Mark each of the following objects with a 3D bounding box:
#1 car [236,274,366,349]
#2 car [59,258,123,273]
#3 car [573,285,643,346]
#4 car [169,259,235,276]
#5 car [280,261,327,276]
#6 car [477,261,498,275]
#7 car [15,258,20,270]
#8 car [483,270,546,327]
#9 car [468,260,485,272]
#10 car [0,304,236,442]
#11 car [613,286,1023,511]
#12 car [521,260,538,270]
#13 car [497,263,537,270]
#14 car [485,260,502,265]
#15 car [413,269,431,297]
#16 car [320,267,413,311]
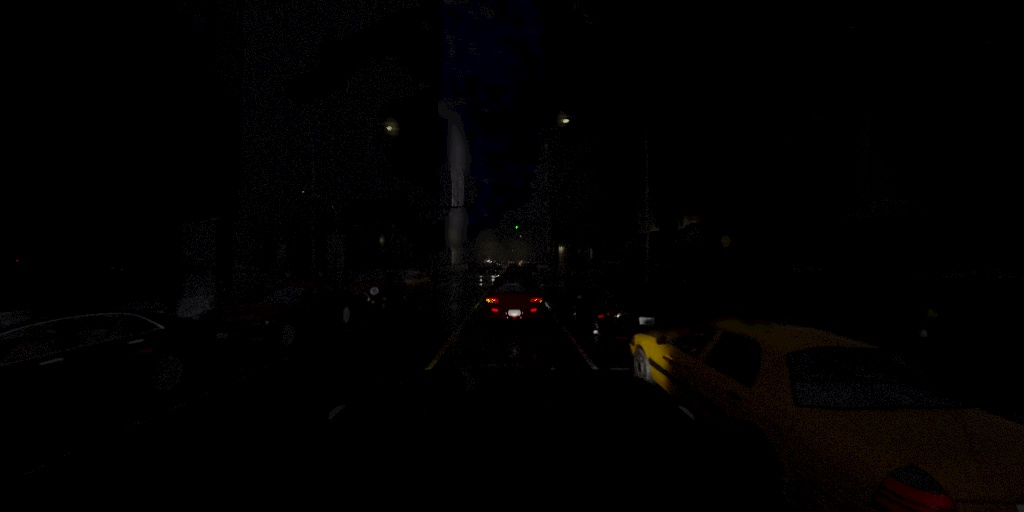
[{"bbox_3d":[-5.768,1.361,9.374,1.888,1.381,4.507,0,0,0],"label":"car"},{"bbox_3d":[-37.267,0.880,31.702,4.181,1.385,1.994,1,0,0],"label":"car"},{"bbox_3d":[2.758,1.382,9.382,1.948,1.339,4.313,0,0,0],"label":"car"},{"bbox_3d":[-27.344,1.010,31.722,4.892,1.490,1.837,1,0,0],"label":"car"},{"bbox_3d":[-17.844,1.194,31.745,4.892,1.490,1.837,1,0,0],"label":"car"},{"bbox_3d":[-3.133,1.676,47.109,1.812,1.442,4.674,0,-1,0],"label":"car"},{"bbox_3d":[-51.246,0.434,34.871,4.553,1.767,2.097,1,0,0],"label":"car"},{"bbox_3d":[0.072,1.363,11.858,1.812,1.442,4.674,0,0,0],"label":"car"},{"bbox_3d":[-5.805,1.560,57.693,2.192,1.841,5.009,0,0,0],"label":"car"},{"bbox_3d":[-5.763,1.319,3.917,2.007,1.370,4.403,0,0,0],"label":"car"},{"bbox_3d":[2.762,1.294,4.096,1.751,1.417,4.829,0,0,0],"label":"car"},{"bbox_3d":[2.725,1.636,52.263,1.967,1.591,4.097,0,0,0],"label":"car"},{"bbox_3d":[0.442,1.445,23.589,1.837,1.490,4.892,0,-1,6],"label":"car"},{"bbox_3d":[-3.127,1.804,57.076,1.994,1.385,4.181,0,-1,0],"label":"car"},{"bbox_3d":[-5.776,1.436,20.117,1.751,1.417,4.829,0,0,0],"label":"car"},{"bbox_3d":[-5.772,1.303,14.831,1.967,1.591,4.097,0,0,0],"label":"car"}]
